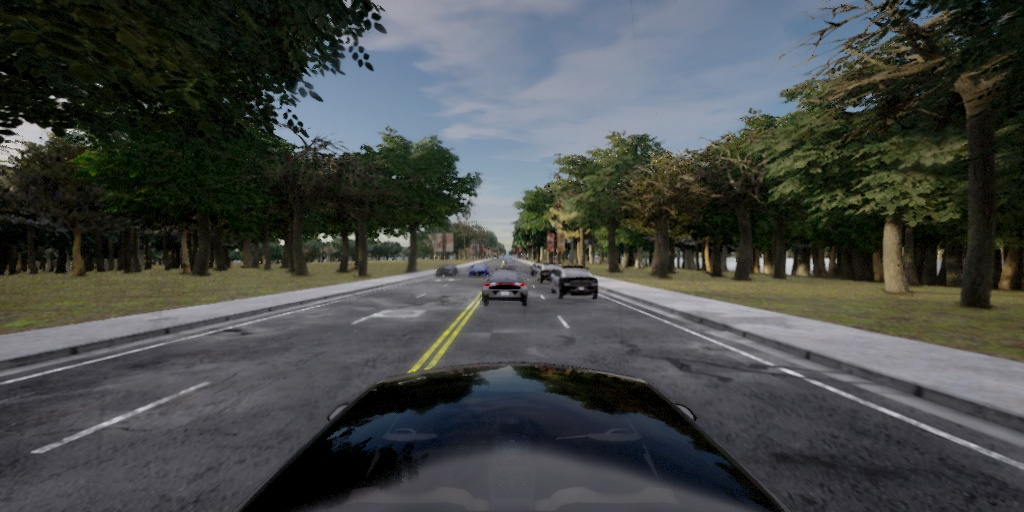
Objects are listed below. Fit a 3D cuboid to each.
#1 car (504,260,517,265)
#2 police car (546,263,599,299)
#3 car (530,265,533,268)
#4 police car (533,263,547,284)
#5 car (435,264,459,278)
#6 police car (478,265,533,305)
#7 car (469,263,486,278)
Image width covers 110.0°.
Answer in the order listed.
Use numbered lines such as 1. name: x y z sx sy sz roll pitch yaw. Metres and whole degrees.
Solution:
1. car: -0.248 1.664 58.653 2.033 1.411 5.357 0 0 0
2. police car: 3.222 1.317 19.251 1.930 1.638 5.238 0 0 0
3. car: 3.101 1.527 41.161 2.128 1.511 4.902 0 0 0
4. police car: 3.173 1.392 30.262 1.930 1.638 5.238 0 0 0
5. car: -6.723 1.562 37.793 2.033 1.411 5.357 0 0 0
6. police car: -0.308 1.379 17.001 2.038 1.542 4.974 0 -1 -1
7. car: -3.477 1.495 38.231 1.882 1.535 5.008 0 0 0
